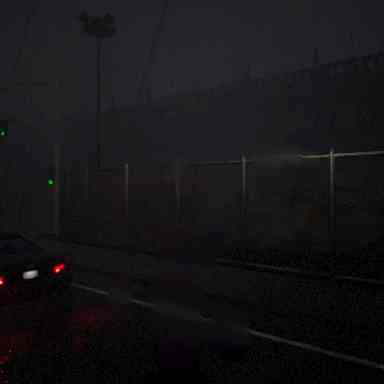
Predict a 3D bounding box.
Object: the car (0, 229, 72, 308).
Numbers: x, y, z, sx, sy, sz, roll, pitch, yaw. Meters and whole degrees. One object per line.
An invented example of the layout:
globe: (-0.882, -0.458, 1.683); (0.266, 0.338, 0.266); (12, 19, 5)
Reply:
car: (-4.956, 1.546, 7.494); (5.357, 1.411, 2.033); (0, 0, 36)
